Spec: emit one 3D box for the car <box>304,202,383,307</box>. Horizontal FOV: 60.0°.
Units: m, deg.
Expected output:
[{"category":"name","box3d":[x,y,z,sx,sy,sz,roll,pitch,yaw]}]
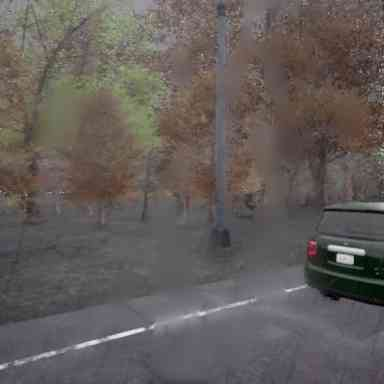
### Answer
[{"category":"car","box3d":[4.781,1.232,7.178,5.566,2.045,2.150,0,0,-35]}]
